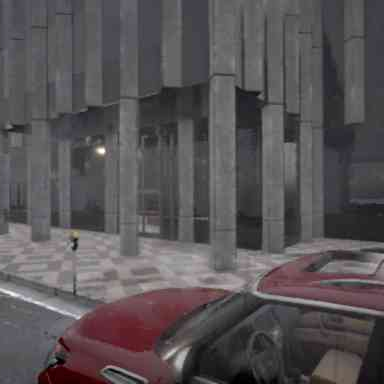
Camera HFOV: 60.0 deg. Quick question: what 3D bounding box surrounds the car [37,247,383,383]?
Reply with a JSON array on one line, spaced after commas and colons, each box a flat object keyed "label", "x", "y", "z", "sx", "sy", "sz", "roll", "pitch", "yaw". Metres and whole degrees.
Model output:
[{"label": "car", "x": 1.151, "y": 1.315, "z": 2.038, "sx": 5.009, "sy": 1.841, "sz": 2.192, "roll": 0, "pitch": 0, "yaw": 36}]
